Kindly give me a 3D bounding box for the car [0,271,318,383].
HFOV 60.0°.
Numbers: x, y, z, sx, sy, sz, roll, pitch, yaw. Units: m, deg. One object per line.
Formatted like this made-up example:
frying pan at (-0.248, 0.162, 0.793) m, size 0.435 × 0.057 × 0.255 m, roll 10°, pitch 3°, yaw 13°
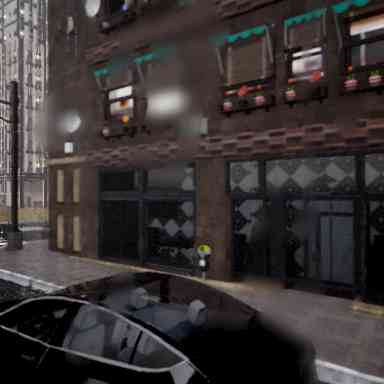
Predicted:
car at (-0.907, 1.555, 3.530) m, size 4.313 × 1.339 × 1.947 m, roll 0°, pitch 0°, yaw 35°
